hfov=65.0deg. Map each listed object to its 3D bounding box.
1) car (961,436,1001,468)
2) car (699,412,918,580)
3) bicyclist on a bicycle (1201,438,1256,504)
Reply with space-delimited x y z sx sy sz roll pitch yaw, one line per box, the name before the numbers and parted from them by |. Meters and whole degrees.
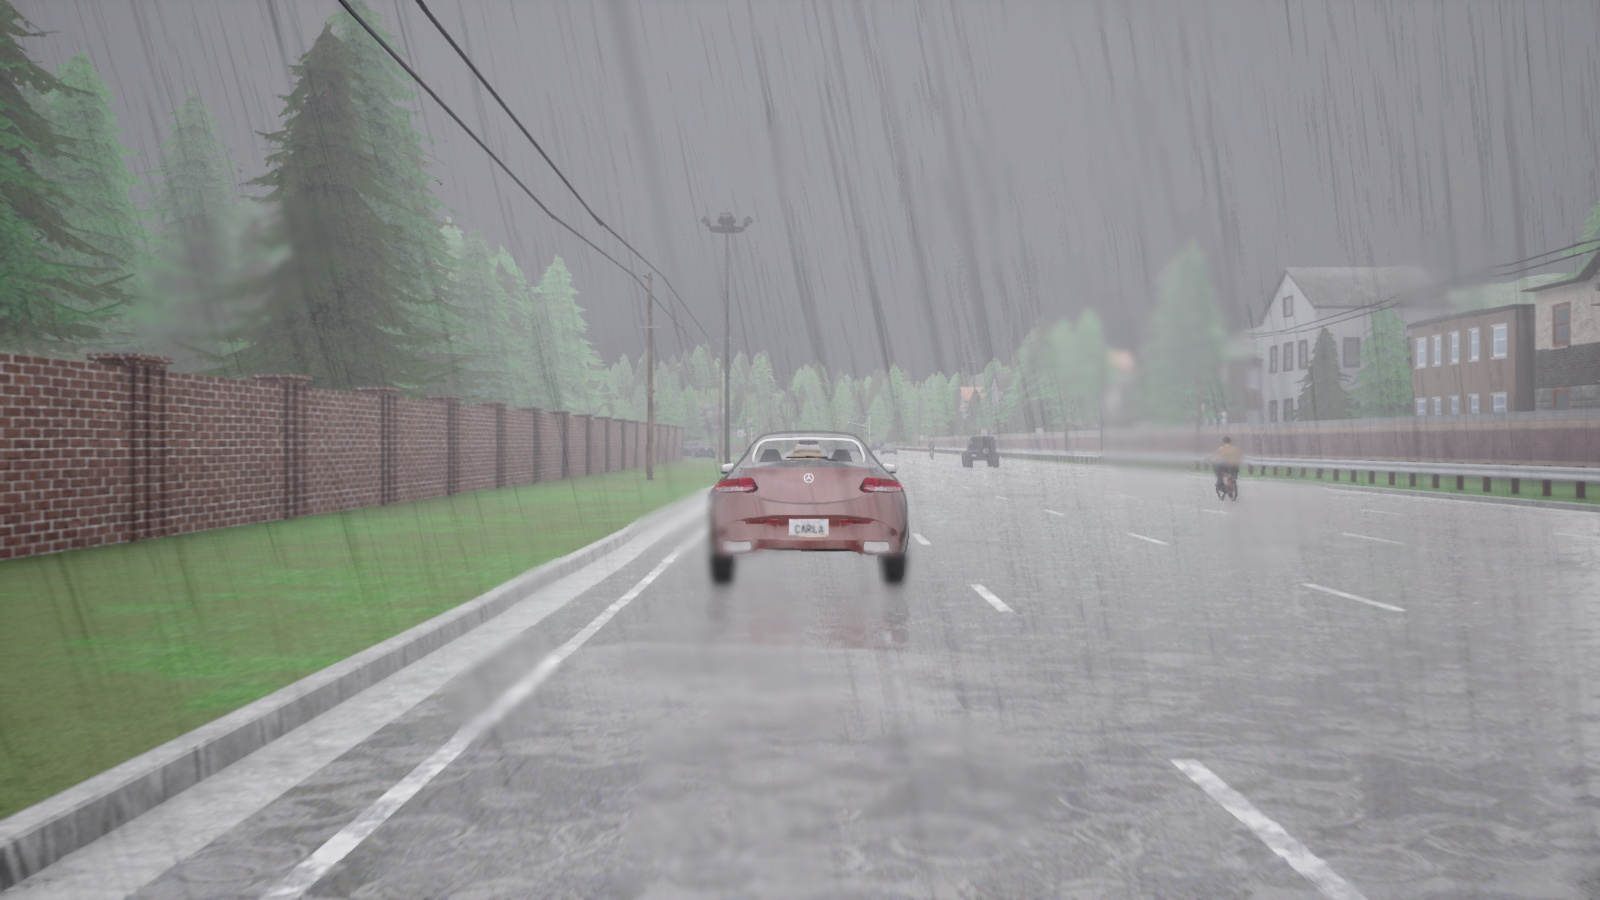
car | 10.952 0.121 76.329 1.905 1.878 3.866 0 0 0
car | 0.101 0.441 14.865 2.152 1.651 5.027 0 0 0
bicyclist on a bicycle | 10.690 0.515 31.372 0.866 1.612 1.509 0 0 1
